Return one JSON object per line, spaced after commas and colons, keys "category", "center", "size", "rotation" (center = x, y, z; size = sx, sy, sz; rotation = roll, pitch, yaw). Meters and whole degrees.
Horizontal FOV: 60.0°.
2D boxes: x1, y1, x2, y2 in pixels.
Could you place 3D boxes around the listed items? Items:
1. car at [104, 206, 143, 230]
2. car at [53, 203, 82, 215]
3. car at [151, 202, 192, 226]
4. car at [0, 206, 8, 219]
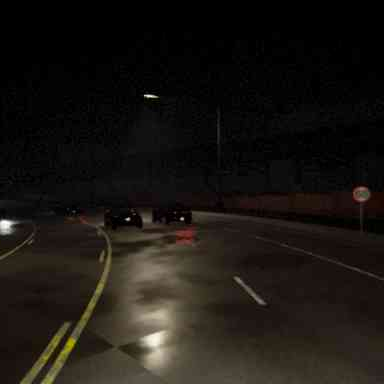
{"category": "car", "center": [-4.648, 1.636, 22.080], "size": [1.994, 1.385, 4.181], "rotation": [-1, 0, -22]}
{"category": "car", "center": [-14.083, 1.855, 37.479], "size": [1.895, 1.301, 4.718], "rotation": [-2, 0, -39]}
{"category": "car", "center": [-1.563, 1.507, 23.791], "size": [1.837, 1.490, 4.892], "rotation": [-1, 0, -23]}
{"category": "car", "center": [-19.685, 2.025, 33.068], "size": [1.895, 1.301, 4.718], "rotation": [-2, 0, -39]}
